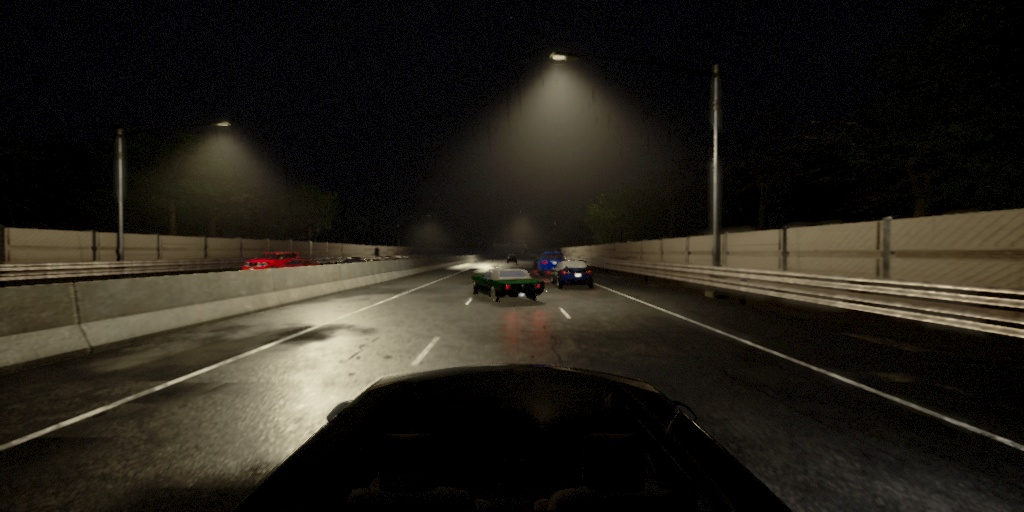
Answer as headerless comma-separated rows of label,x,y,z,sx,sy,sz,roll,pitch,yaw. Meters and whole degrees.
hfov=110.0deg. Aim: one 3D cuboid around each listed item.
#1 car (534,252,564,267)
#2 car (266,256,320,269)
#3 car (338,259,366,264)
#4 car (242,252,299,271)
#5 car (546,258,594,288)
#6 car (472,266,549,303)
car,3.500,0.643,32.334,2.150,2.045,5.566,0,1,0
car,-17.590,0.976,29.619,1.812,1.442,4.674,0,1,0
car,-14.084,0.956,31.598,1.812,1.442,4.674,0,1,0
car,-21.090,0.649,31.872,2.150,2.045,5.566,0,1,0
car,3.500,1.039,21.335,2.163,1.488,4.792,0,1,0
car,-0.382,1.194,15.927,1.895,1.301,4.718,0,1,-21
